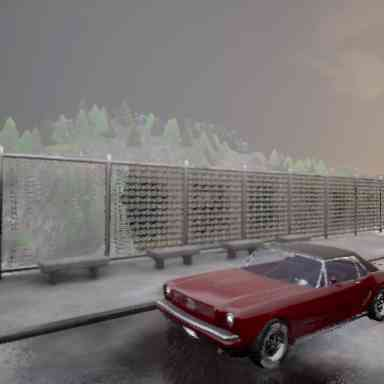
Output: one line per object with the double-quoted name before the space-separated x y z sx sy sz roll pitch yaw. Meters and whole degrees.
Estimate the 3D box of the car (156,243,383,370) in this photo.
"car" 1.787 1.653 5.882 4.718 1.301 1.895 1 0 -36
